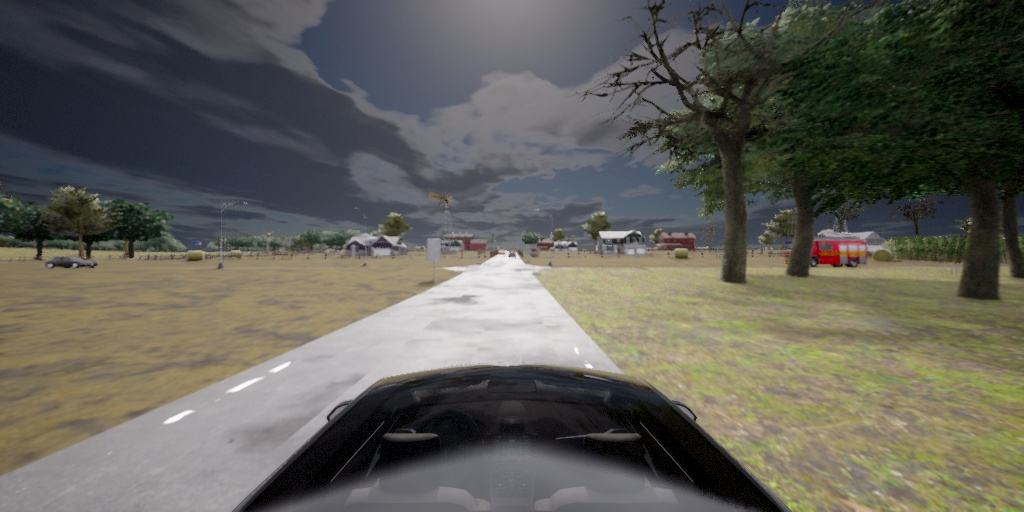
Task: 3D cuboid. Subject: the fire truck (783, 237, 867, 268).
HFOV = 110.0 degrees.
[{"bbox_3d":[39.371,-0.464,45.280,8.468,3.827,2.891,0,-1,0],"label":"fire truck"}]
